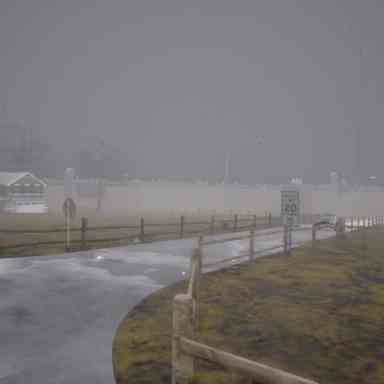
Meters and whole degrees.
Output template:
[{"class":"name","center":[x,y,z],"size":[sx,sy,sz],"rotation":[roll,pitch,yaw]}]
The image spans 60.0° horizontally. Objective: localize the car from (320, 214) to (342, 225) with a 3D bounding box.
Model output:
[{"class":"car","center":[19.367,3.747,46.244],"size":[1.895,1.301,4.718],"rotation":[1,-2,35]}]

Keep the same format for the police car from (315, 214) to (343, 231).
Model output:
[{"class":"police car","center":[14.227,3.117,34.119],"size":[2.038,1.542,4.974],"rotation":[1,-2,35]}]
